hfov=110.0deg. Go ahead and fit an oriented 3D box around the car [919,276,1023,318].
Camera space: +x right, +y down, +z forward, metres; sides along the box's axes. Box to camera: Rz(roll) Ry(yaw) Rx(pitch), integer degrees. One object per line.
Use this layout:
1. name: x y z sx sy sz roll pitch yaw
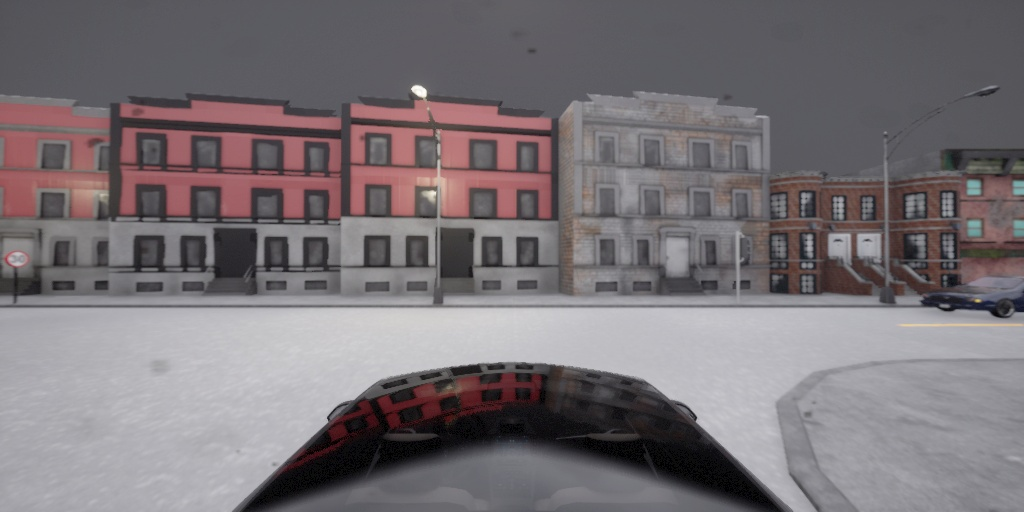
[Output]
1. car: 18.337 1.422 13.006 5.357 1.411 2.033 0 -1 0
